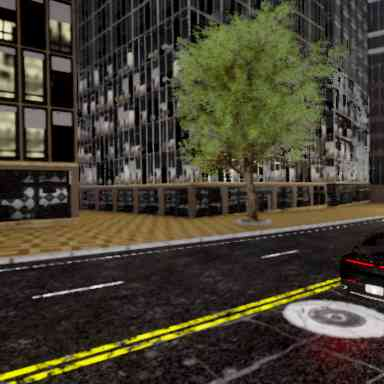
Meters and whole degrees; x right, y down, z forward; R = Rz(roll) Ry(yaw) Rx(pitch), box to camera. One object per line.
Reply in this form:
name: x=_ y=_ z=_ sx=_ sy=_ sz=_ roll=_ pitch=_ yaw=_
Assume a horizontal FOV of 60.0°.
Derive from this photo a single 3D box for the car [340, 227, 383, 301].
car: x=5.194 y=1.511 z=7.458 sx=4.892 sy=1.490 sz=1.837 roll=0 pitch=0 yaw=-38
